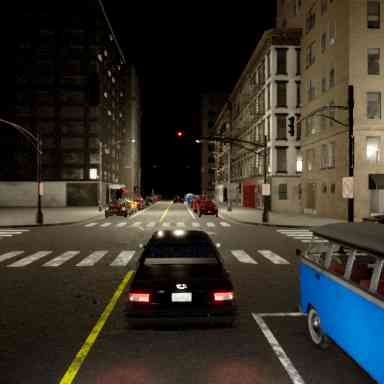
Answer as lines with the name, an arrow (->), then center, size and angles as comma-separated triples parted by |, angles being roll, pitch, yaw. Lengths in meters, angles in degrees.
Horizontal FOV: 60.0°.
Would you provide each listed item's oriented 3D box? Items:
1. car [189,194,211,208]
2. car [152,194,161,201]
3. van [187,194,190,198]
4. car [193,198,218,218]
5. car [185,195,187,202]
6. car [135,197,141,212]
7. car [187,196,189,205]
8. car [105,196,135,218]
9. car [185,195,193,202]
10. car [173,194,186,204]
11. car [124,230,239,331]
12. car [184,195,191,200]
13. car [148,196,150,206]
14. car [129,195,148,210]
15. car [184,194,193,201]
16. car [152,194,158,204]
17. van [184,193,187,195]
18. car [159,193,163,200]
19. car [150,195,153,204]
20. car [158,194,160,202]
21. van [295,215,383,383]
car -> 1.150, 1.315, 35.961 | 2.192, 1.841, 5.009 | 0, 0, -2
car -> -8.958, 1.427, 84.258 | 1.967, 1.590, 4.097 | 0, 0, -2
van -> 0.453, 1.339, 52.176 | 1.690, 1.788, 3.998 | 0, 0, -2
car -> 1.382, 1.545, 30.557 | 1.887, 1.381, 4.507 | 0, 0, -2
car -> 0.221, 1.562, 57.580 | 1.947, 1.339, 4.313 | 0, 0, -2
car -> -6.861, 1.526, 35.447 | 1.752, 1.417, 4.829 | 0, 0, -2
car -> 0.685, 1.544, 46.771 | 1.887, 1.381, 4.507 | 0, 0, -2
car -> -6.636, 1.440, 30.213 | 1.967, 1.590, 4.097 | 0, 0, -2
car -> -0.715, 1.514, 79.368 | 1.752, 1.417, 4.829 | 0, 0, -2
car -> -2.488, 1.521, 61.353 | 1.812, 1.442, 4.674 | 0, 0, -3
car -> -0.257, 1.547, 7.258 | 2.033, 1.411, 5.357 | 0, 0, -2
car -> -1.172, 1.530, 90.006 | 1.887, 1.381, 4.507 | 0, 0, -2
car -> -7.325, 1.525, 46.256 | 1.752, 1.417, 4.829 | 0, 0, -2
car -> -7.100, 1.315, 41.022 | 2.192, 1.841, 5.009 | 0, 0, -2
car -> -0.940, 1.427, 84.602 | 1.967, 1.590, 4.097 | 0, 0, -2
car -> -8.029, 1.545, 62.640 | 2.008, 1.369, 4.403 | 0, 0, -2
van -> -0.475, 1.332, 73.793 | 1.690, 1.788, 3.998 | 0, 0, -2
car -> -8.725, 1.304, 78.853 | 2.192, 1.841, 5.009 | 0, 0, -2
car -> -7.565, 1.564, 51.831 | 1.947, 1.339, 4.313 | 0, 0, -2
car -> -8.261, 1.558, 68.044 | 1.947, 1.339, 4.313 | 0, 0, -2
van -> 2.536, 1.341, 3.702 | 1.690, 1.788, 3.998 | 0, 0, -2
